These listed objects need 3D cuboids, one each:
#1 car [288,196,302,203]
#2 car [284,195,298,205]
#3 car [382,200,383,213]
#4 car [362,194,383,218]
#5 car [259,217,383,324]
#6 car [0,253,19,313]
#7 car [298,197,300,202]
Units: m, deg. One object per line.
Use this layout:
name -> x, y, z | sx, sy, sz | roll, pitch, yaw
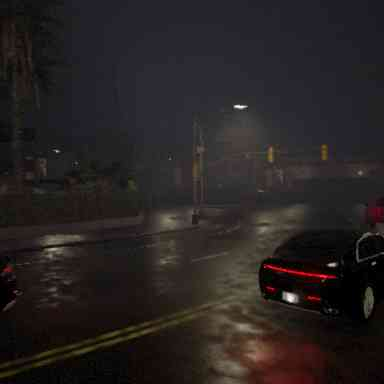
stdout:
car -> 25.707, 1.830, 83.015 | 2.231, 1.521, 4.892 | 0, 0, 31
car -> 19.615, 1.766, 66.930 | 2.097, 1.535, 5.008 | 0, 0, 21
car -> 22.441, 1.643, 36.789 | 1.812, 1.442, 4.674 | 0, 0, 21
car -> 12.750, 1.293, 21.828 | 2.150, 2.045, 5.566 | 0, -1, 23
car -> 3.378, 1.535, 7.348 | 4.892, 1.490, 1.837 | 0, 0, -45
car -> -5.233, 1.538, 4.731 | 4.902, 1.511, 2.128 | 0, 0, -35
car -> 21.797, 1.664, 72.975 | 2.185, 1.767, 4.553 | 0, 0, 21
